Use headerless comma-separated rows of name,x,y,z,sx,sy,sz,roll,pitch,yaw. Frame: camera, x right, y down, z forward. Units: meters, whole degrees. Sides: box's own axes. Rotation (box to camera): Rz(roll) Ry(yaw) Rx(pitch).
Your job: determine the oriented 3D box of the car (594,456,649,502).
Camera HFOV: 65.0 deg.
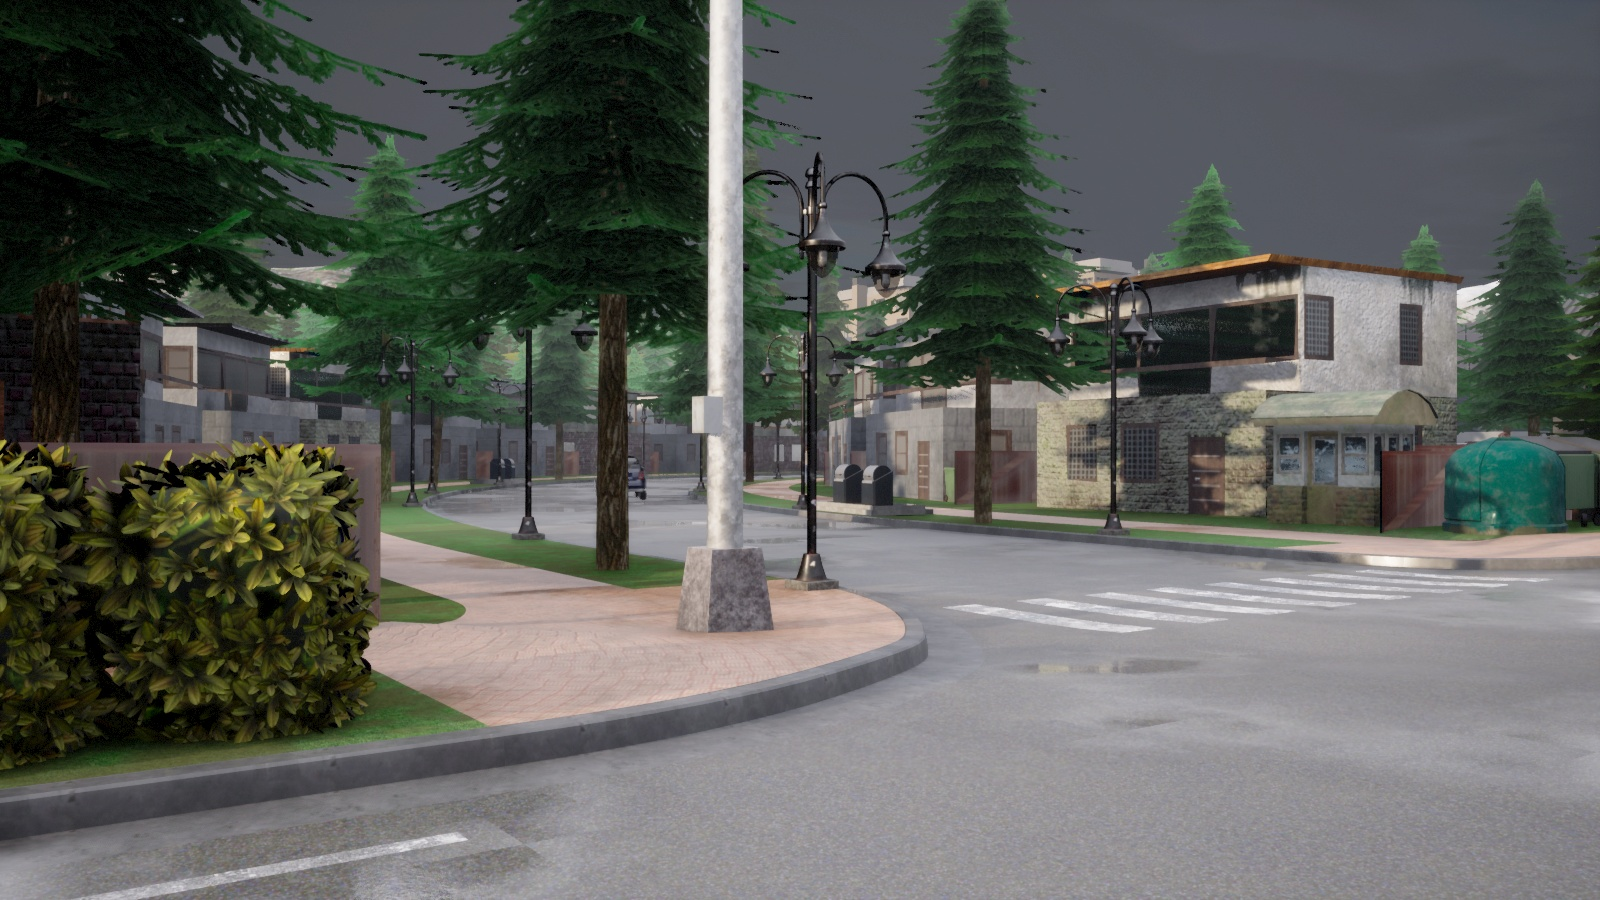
car,-6.486,1.005,45.343,1.789,1.549,3.705,0,0,-11
